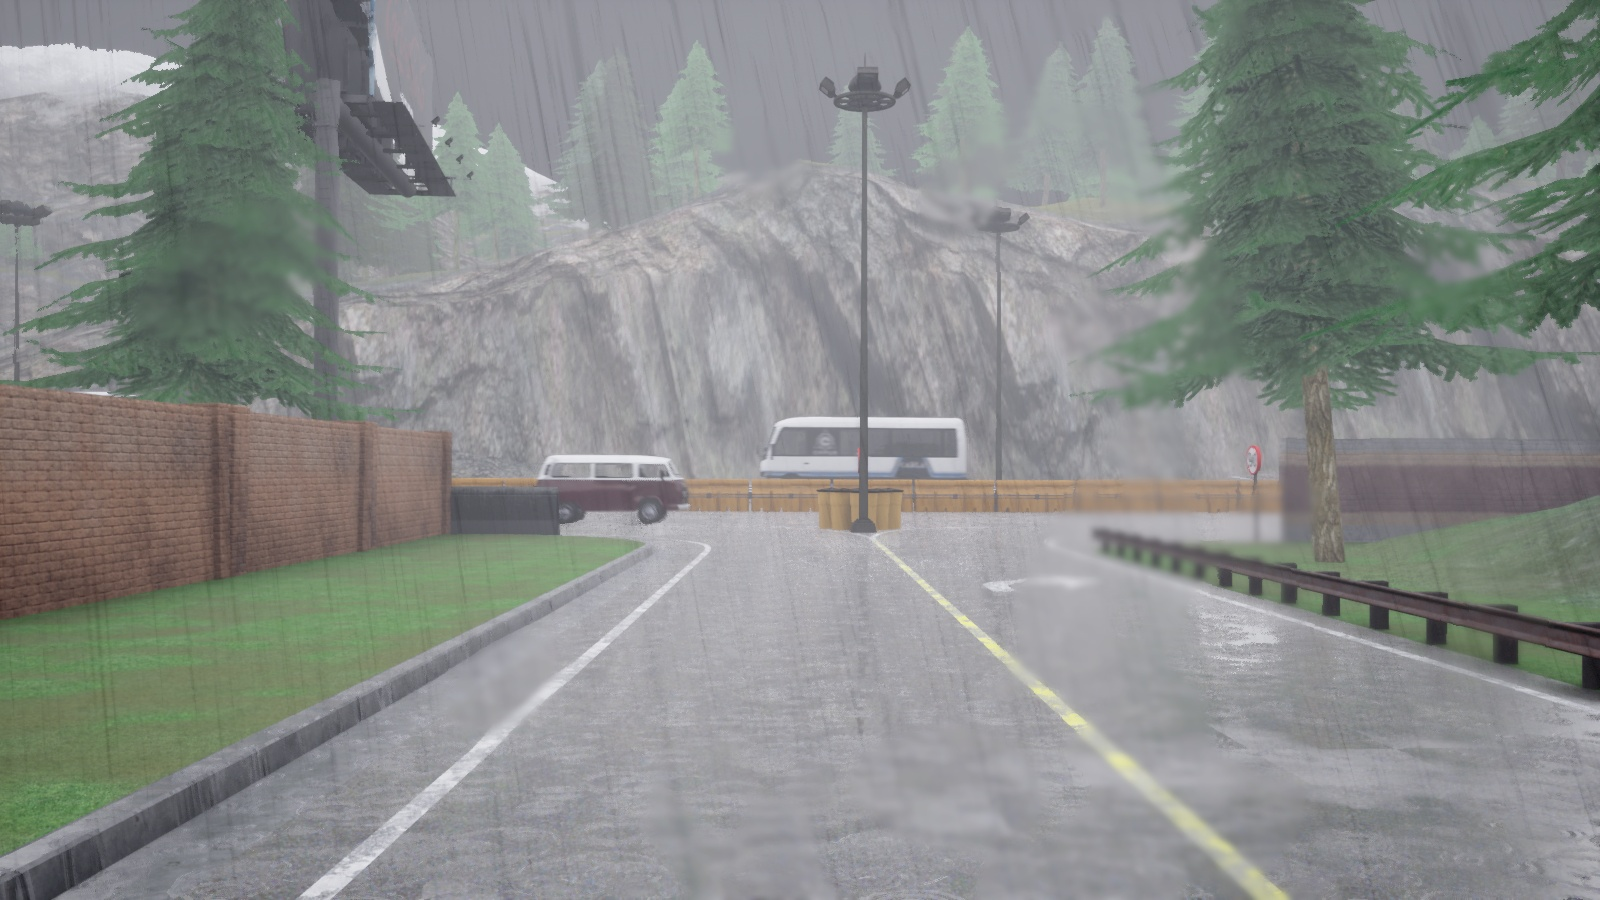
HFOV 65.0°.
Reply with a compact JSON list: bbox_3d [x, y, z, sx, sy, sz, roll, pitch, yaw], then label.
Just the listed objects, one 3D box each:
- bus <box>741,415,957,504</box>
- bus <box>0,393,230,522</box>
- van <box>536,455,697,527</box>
[{"bbox_3d":[2.311,0.485,61.894,10.273,4.253,3.944,0,-1,-1],"label":"bus"},{"bbox_3d":[-25.982,0.297,43.921,10.273,4.253,3.944,-1,-1,-1],"label":"bus"},{"bbox_3d":[-5.375,1.205,37.245,4.480,2.038,2.069,-1,-1,-1],"label":"van"}]
